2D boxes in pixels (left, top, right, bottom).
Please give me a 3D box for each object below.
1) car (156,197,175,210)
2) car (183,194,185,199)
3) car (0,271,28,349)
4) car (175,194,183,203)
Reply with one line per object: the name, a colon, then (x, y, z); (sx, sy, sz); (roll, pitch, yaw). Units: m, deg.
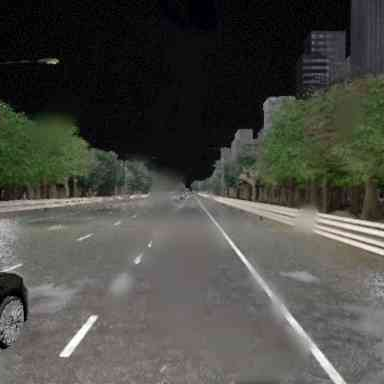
car: (-3.553, 1.521, 42.472); (1.837, 1.490, 4.892); (0, 0, 0)
car: (-3.631, 1.560, 91.959); (1.837, 1.490, 4.892); (0, 0, 0)
car: (-3.497, 1.479, 3.335); (2.128, 1.511, 4.902); (0, 0, 0)
car: (-3.601, 1.651, 72.135); (1.895, 1.301, 4.718); (0, 0, 0)
